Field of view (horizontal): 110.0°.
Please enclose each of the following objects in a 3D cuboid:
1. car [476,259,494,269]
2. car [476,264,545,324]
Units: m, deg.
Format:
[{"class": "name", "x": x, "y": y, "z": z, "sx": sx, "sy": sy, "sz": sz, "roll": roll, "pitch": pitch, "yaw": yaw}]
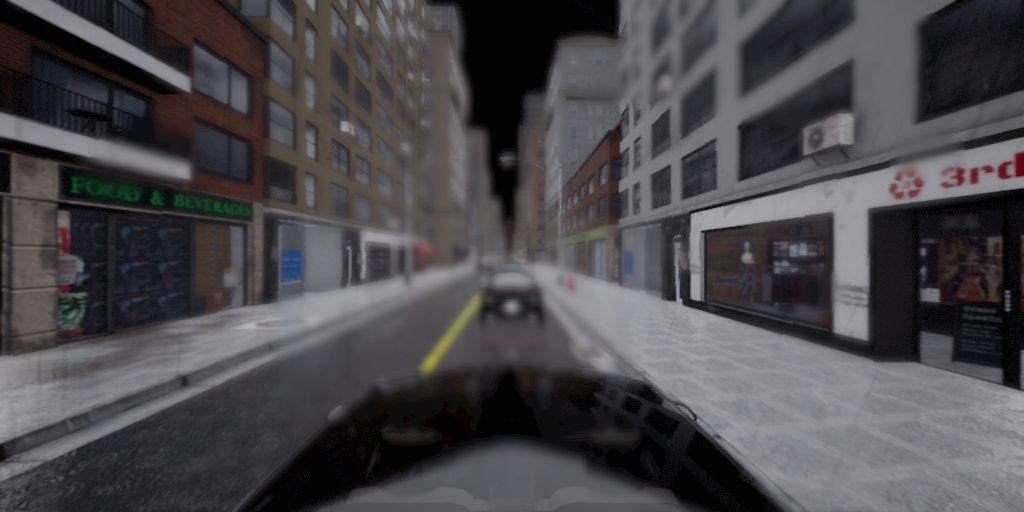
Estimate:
[{"class": "car", "x": -3.196, "y": 1.118, "z": 42.963, "sx": 1.882, "sy": 1.535, "sz": 5.008, "roll": 0, "pitch": 0, "yaw": 0}, {"class": "car", "x": 0.020, "y": 1.198, "z": 11.961, "sx": 1.882, "sy": 1.535, "sz": 5.008, "roll": 0, "pitch": 0, "yaw": 0}]
